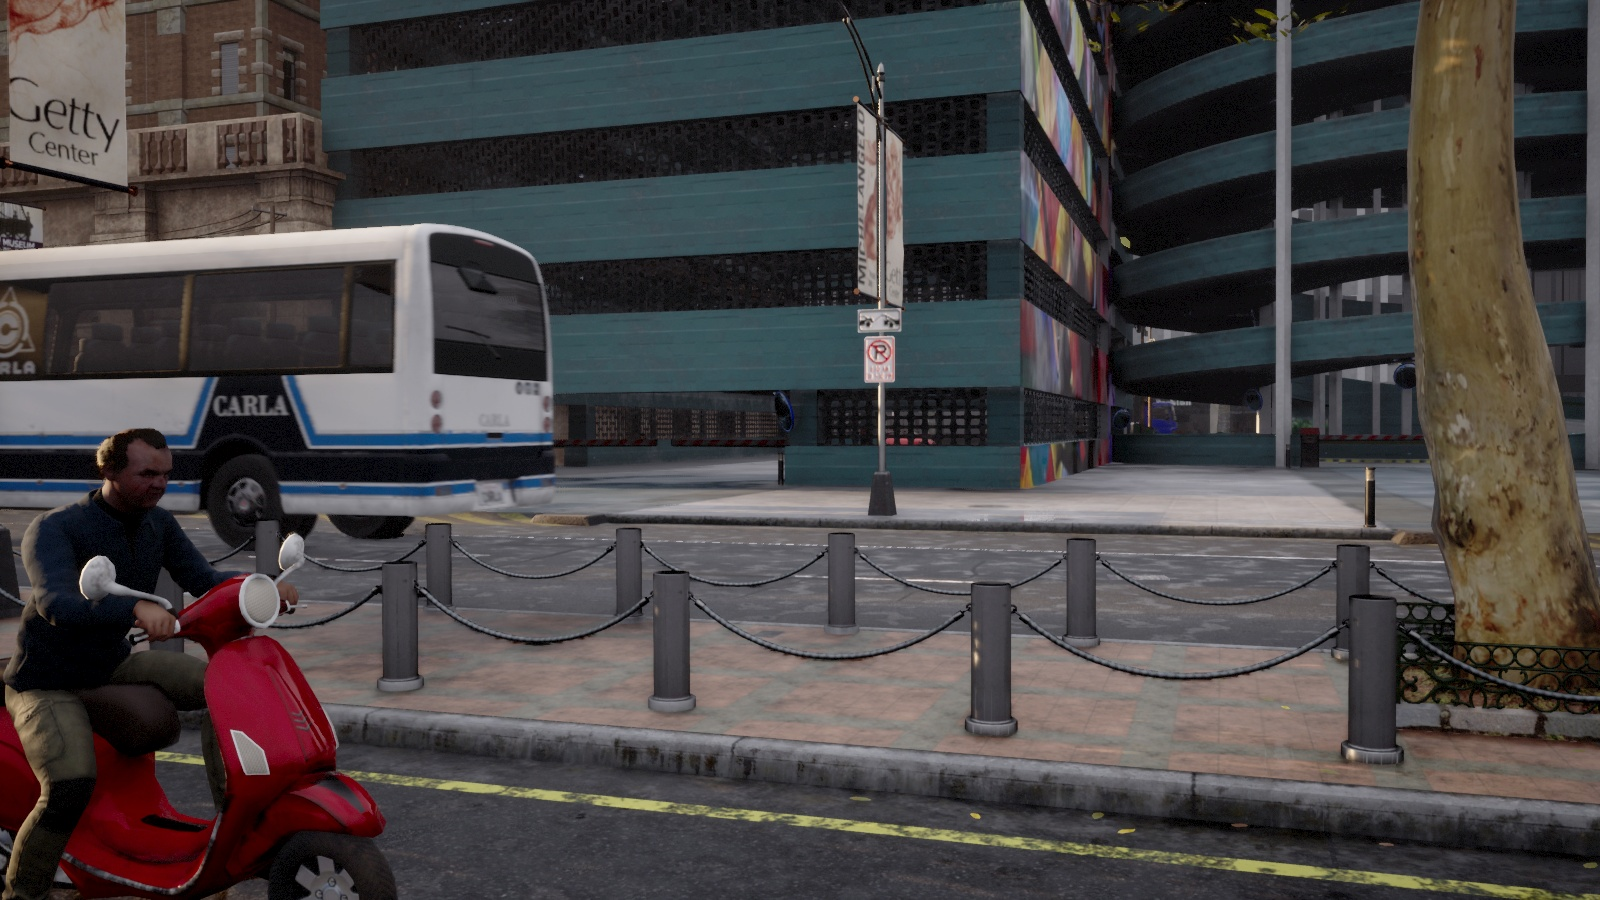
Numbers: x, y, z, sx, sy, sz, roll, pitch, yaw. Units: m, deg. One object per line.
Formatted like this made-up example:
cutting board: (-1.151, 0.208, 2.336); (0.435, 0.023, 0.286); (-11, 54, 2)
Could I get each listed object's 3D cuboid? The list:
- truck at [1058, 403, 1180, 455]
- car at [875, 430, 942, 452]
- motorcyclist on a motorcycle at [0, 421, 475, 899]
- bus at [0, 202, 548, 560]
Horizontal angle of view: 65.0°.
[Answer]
truck: (21.934, -1.455, 86.286); (7.936, 3.462, 2.891); (1, 1, 19)
car: (7.866, -0.654, 90.989); (4.514, 1.525, 2.007); (1, 1, 18)
motorcyclist on a motorcycle: (-2.034, 0.710, 3.877); (1.817, 1.590, 0.866); (1, 1, 19)
bus: (-9.246, -0.881, 18.416); (10.273, 4.253, 3.944); (0, 1, 19)
